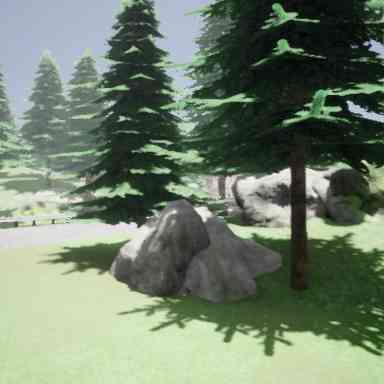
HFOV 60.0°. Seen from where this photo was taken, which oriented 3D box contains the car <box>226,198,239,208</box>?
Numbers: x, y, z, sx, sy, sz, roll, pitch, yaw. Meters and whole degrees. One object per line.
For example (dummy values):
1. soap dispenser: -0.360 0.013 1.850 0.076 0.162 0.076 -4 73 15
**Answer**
1. car: 5.742 1.665 48.957 1.837 1.490 4.892 0 -1 -2
